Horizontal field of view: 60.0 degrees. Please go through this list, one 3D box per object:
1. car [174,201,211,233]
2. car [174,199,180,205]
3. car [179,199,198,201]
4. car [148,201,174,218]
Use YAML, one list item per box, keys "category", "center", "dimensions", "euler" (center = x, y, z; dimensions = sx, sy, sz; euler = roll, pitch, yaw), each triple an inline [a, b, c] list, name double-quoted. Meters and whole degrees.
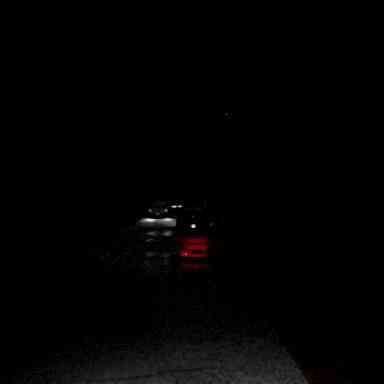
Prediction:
- category: "car"
  center: [0.067, 1.519, 19.716]
  dimensions: [1.837, 1.490, 4.892]
  euler: [0, 0, 0]
- category: "car"
  center: [-3.134, 2.210, 71.862]
  dimensions: [2.128, 1.511, 4.902]
  euler: [0, -1, -1]
- category: "car"
  center: [-0.008, 1.594, 37.311]
  dimensions: [2.128, 1.511, 4.902]
  euler: [0, -1, 0]
- category: "car"
  center: [-2.922, 1.572, 30.589]
  dimensions: [1.812, 1.442, 4.674]
  euler: [0, 0, 0]
